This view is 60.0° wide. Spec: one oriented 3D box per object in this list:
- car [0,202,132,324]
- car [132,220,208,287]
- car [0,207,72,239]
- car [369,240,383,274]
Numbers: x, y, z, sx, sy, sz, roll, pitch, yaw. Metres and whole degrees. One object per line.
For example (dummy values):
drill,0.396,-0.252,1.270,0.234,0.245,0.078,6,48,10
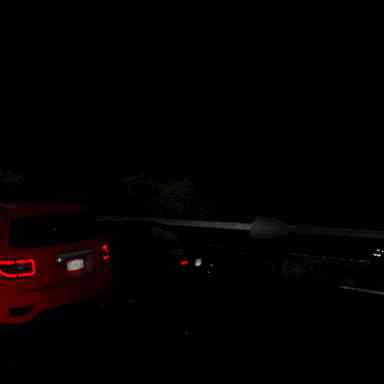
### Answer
car,-4.036,1.212,6.588,5.566,2.045,2.150,0,0,33
car,-1.771,1.511,9.251,4.674,1.442,1.812,0,0,33
car,-8.806,1.575,17.876,4.718,1.301,1.895,0,0,32
car,6.868,1.463,7.585,5.008,1.535,1.882,0,0,36
